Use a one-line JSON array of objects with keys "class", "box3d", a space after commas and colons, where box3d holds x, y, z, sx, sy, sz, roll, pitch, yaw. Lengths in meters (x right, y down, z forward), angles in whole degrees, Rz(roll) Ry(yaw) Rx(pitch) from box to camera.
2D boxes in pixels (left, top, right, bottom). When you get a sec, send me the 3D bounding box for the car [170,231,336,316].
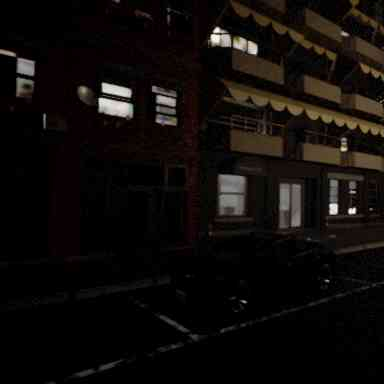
[{"class": "car", "box3d": [1.574, 1.629, 7.673, 4.313, 1.339, 1.947, 1, 0, -36]}]
